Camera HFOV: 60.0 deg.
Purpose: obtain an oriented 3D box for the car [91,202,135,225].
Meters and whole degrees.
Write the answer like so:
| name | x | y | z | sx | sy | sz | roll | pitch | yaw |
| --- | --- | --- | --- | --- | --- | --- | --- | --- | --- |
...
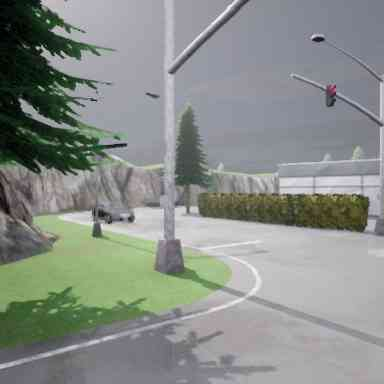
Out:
| name | x | y | z | sx | sy | sz | roll | pitch | yaw |
| --- | --- | --- | --- | --- | --- | --- | --- | --- | --- |
| car | -5.885 | 1.489 | 24.417 | 2.128 | 1.511 | 4.902 | 0 | 0 | -35 |

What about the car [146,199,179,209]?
| name | x | y | z | sx | sy | sz | roll | pitch | yaw |
| --- | --- | --- | --- | --- | --- | --- | --- | --- | --- |
| car | -4.074 | 1.595 | 46.272 | 4.718 | 1.301 | 1.895 | 0 | 0 | -45 |
